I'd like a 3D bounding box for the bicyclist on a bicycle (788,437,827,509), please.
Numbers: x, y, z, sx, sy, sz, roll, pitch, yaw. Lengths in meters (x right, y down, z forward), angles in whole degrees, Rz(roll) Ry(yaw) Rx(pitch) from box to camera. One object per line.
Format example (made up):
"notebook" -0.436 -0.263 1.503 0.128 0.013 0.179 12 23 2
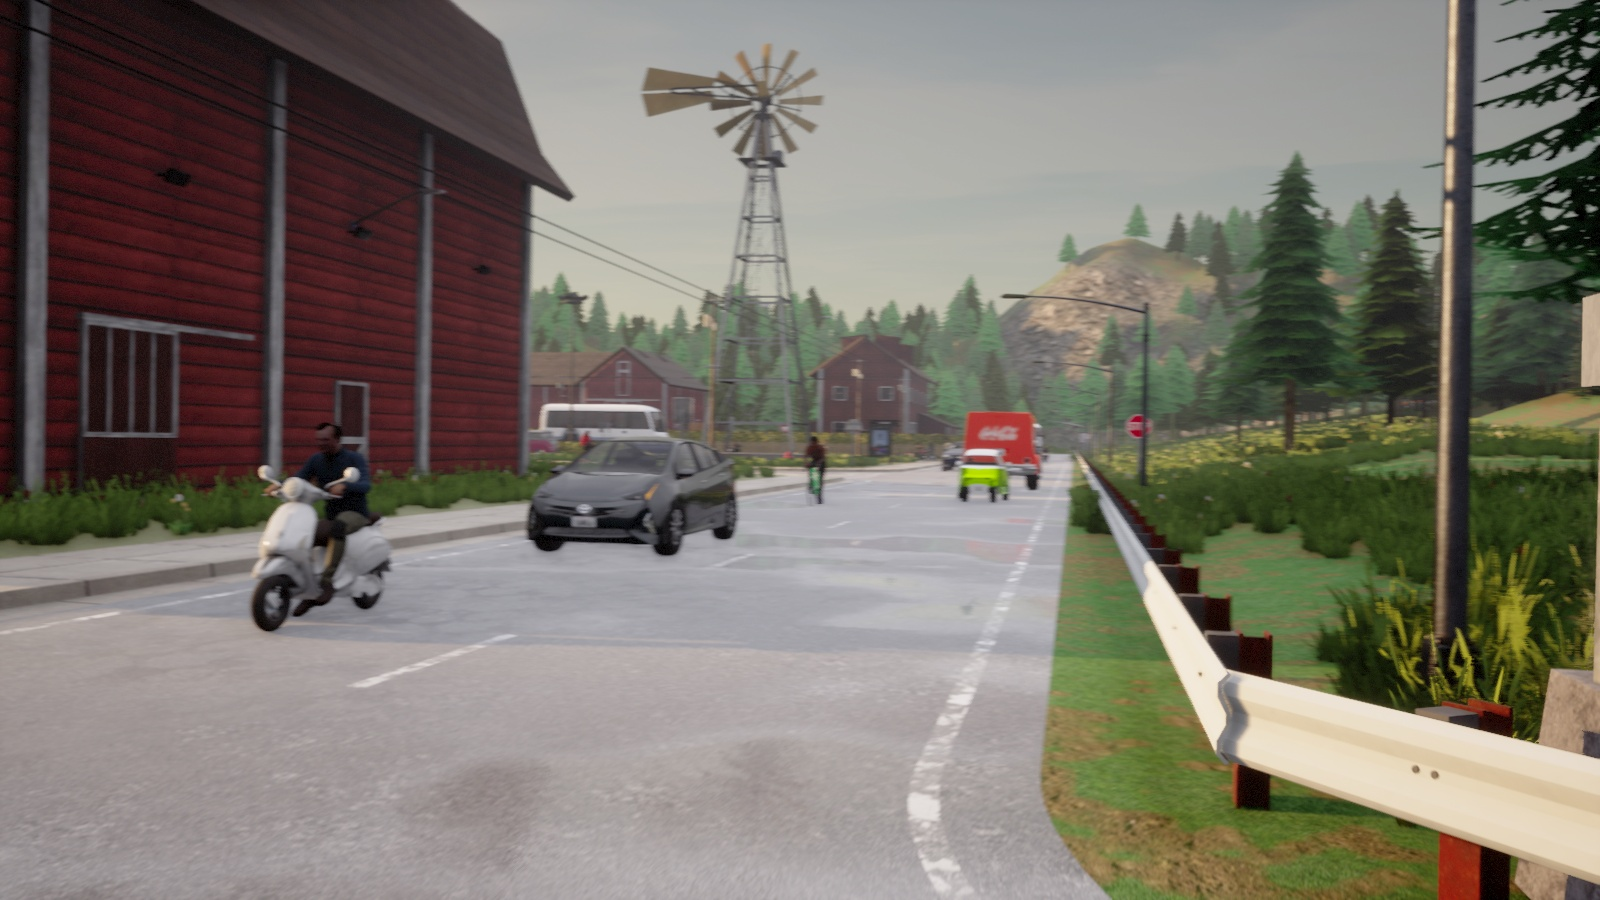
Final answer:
"bicyclist on a bicycle" 0.177 0.500 29.186 0.582 1.620 1.656 0 1 12

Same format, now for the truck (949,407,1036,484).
"truck" 6.672 -0.079 43.029 2.627 2.467 5.204 0 -2 12

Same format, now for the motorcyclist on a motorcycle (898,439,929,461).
"motorcyclist on a motorcycle" 8.782 0.008 97.317 2.350 1.649 0.766 0 0 10

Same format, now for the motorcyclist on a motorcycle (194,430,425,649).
"motorcyclist on a motorcycle" -3.856 0.641 10.065 0.866 1.590 1.817 0 0 12

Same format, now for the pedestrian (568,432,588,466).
"pedestrian" -12.162 -0.047 68.721 0.899 1.844 0.634 0 0 31

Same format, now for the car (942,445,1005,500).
"car" 4.627 0.565 33.324 1.481 1.376 2.207 0 1 12

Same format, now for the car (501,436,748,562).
"car" -2.267 0.579 17.598 2.007 1.525 4.514 0 0 12

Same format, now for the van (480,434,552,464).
"van" -19.290 -0.052 85.440 4.442 1.987 1.775 0 0 11

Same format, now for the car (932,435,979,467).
"car" 8.585 0.033 69.045 2.152 1.651 5.027 0 0 12
